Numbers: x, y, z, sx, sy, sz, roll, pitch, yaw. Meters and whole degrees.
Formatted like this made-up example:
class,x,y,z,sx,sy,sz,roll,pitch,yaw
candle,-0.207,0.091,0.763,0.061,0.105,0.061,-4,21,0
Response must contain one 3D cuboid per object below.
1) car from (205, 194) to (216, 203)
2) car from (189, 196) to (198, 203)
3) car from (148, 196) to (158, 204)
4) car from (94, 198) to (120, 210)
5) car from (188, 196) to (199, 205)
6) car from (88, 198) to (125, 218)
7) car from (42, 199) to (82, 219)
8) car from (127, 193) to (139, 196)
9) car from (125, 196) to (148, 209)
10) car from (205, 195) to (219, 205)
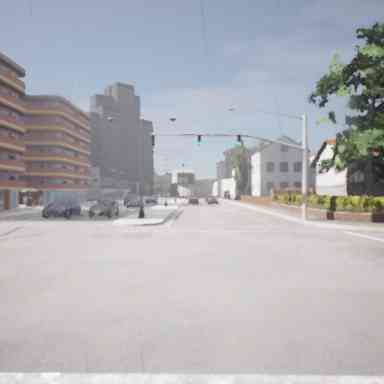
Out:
class,x,y,z,sx,sy,sz,roll,pitch,yaw
car,3.874,1.398,71.289,2.097,1.767,4.553,0,0,0
car,0.374,1.638,71.367,1.895,1.301,4.718,0,0,0
car,-7.663,1.544,64.393,1.882,1.535,5.008,0,0,0
car,-11.345,1.538,44.678,2.128,1.511,4.902,0,0,1
car,0.319,1.541,60.920,1.882,1.535,5.008,0,0,0
car,-7.936,1.520,30.282,2.128,1.511,4.902,0,0,0
car,-11.441,1.385,29.468,2.097,1.767,4.553,0,0,0
car,-11.186,1.290,62.144,2.150,2.045,5.566,0,1,1
car,-7.831,1.613,46.209,1.994,1.385,4.181,0,0,1
car,3.821,1.665,61.348,1.895,1.301,4.718,0,0,0
